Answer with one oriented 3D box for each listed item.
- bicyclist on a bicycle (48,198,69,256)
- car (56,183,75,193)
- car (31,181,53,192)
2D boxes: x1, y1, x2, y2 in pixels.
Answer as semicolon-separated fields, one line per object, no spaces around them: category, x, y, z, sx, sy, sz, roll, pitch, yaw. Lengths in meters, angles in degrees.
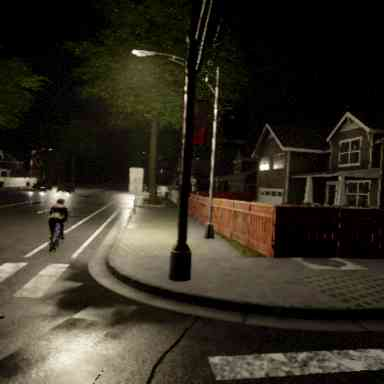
bicyclist on a bicycle;-4.051;1.028;10.066;0.582;1.620;1.656;3;1;-8
car;-18.078;-0.612;47.936;1.812;1.442;4.674;3;1;-8
car;-21.290;-0.804;47.488;1.837;1.490;4.892;3;1;-8
